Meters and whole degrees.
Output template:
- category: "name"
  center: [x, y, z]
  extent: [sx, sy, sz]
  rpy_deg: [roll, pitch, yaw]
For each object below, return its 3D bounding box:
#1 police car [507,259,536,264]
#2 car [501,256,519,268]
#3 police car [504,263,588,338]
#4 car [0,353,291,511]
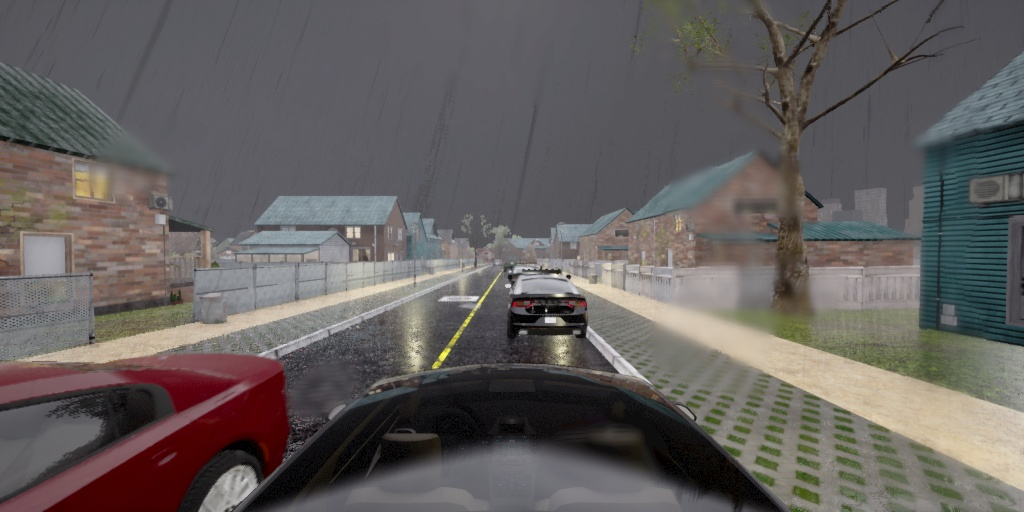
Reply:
- category: "police car"
  center: [0.830, 1.182, 20.282]
  extent: [1.930, 1.638, 5.238]
  rpy_deg: [0, 0, 0]
- category: "car"
  center: [0.032, 1.026, 46.927]
  extent: [2.150, 2.045, 5.566]
  rpy_deg: [0, 0, 0]
- category: "police car"
  center: [0.827, 1.174, 10.279]
  extent: [1.930, 1.638, 5.238]
  rpy_deg: [0, 0, 0]
- category: "car"
  center: [-2.750, 1.228, 0.854]
  extent: [1.882, 1.535, 5.008]
  rpy_deg: [0, 0, 0]
